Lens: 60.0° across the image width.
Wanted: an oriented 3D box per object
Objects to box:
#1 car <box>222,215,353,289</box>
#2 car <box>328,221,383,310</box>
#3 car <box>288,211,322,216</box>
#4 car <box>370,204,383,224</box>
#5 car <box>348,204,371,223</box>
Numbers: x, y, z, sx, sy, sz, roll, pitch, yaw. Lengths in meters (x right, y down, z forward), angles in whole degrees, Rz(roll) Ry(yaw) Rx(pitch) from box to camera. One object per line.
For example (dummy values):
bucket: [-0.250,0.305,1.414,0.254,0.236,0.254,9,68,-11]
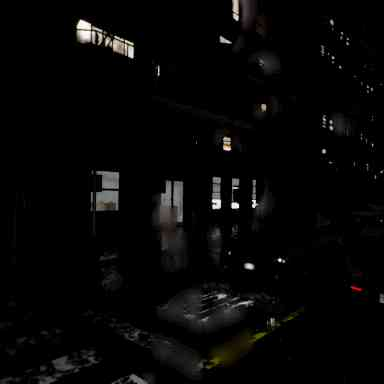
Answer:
car: [2.696,1.570,9.328,1.994,1.385,4.181,0,0,43]
car: [4.676,1.531,6.907,1.812,1.442,4.674,0,0,43]
car: [5.221,1.594,15.833,1.802,1.307,4.206,1,1,43]
car: [12.604,1.492,19.988,1.882,1.535,5.008,0,0,43]
car: [12.650,1.542,23.827,1.752,1.417,4.829,1,1,43]
